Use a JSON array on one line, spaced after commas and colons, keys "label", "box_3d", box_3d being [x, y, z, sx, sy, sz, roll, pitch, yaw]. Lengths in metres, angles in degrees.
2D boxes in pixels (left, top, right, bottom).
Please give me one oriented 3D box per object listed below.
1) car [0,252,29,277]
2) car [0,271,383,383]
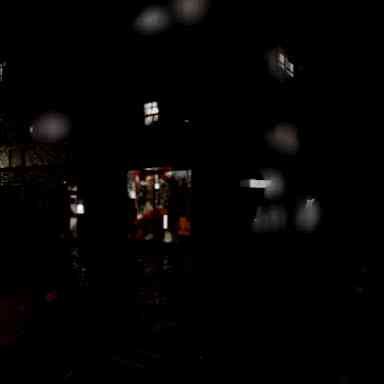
[{"label": "car", "box_3d": [-3.845, 1.623, 5.457, 4.206, 1.307, 1.802, 0, 0, 36]}, {"label": "car", "box_3d": [0.765, 1.444, 2.167, 4.097, 1.590, 1.967, 0, 0, 36]}]
